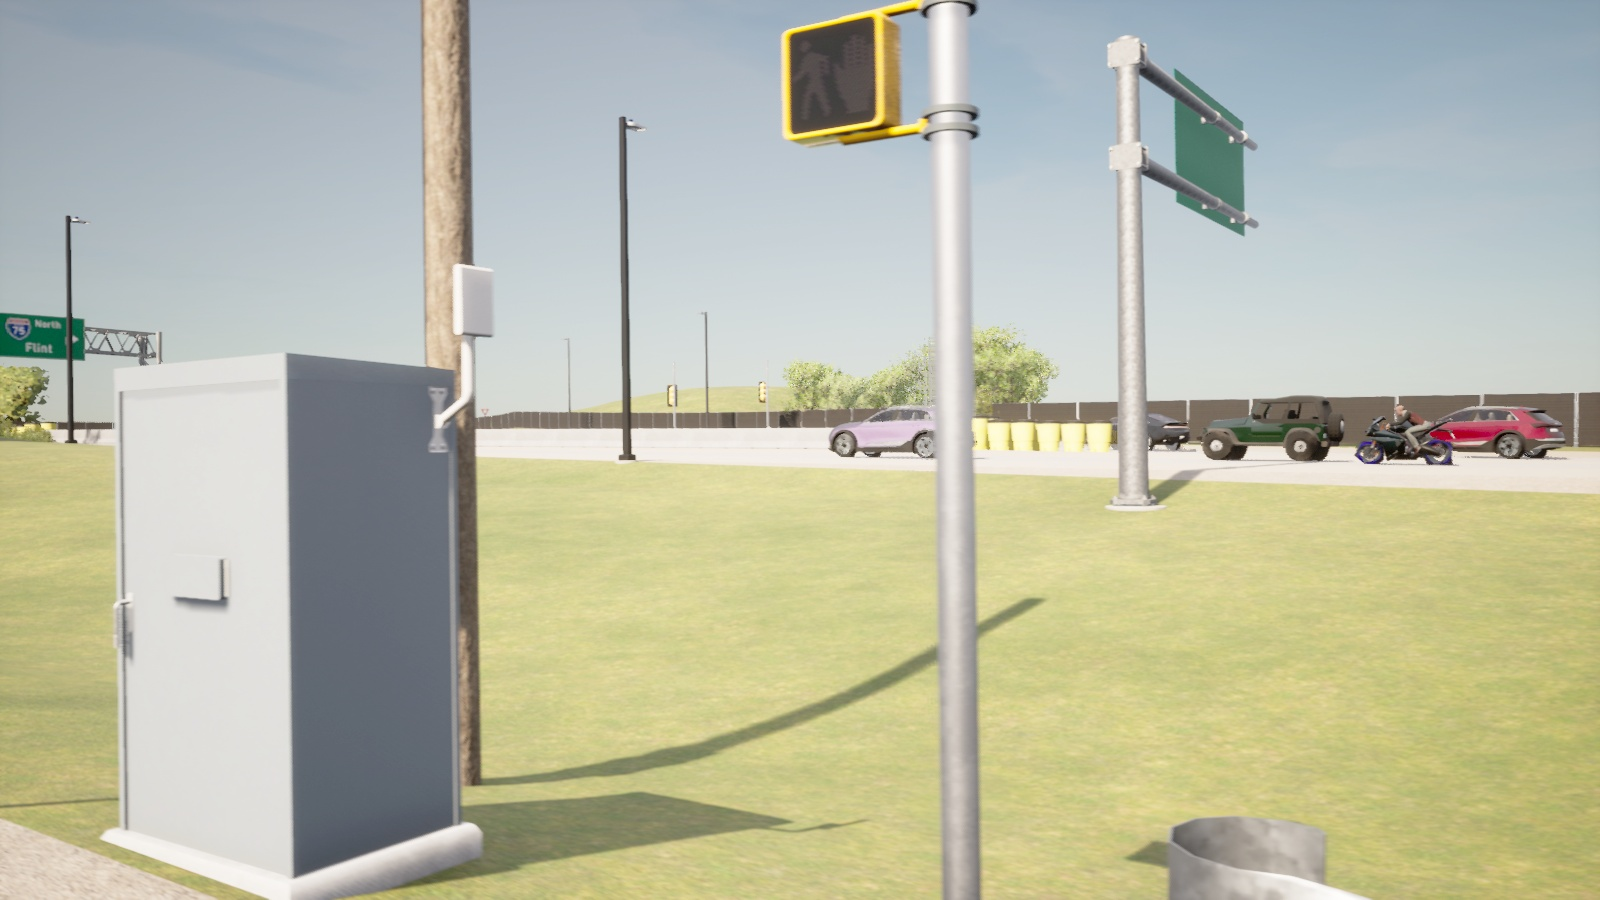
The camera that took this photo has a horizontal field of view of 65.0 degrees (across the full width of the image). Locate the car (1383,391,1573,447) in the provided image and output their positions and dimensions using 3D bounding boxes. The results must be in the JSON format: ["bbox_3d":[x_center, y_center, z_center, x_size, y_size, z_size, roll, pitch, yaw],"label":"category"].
[{"bbox_3d":[21.307,-0.950,39.643,2.033,1.649,4.856,-2,1,-37],"label":"car"}]

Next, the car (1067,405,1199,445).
[{"bbox_3d":[13.358,-1.003,50.655,2.128,1.511,4.902,-2,1,-35],"label":"car"}]

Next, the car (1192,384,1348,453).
[{"bbox_3d":[13.608,-0.873,36.399,3.866,1.878,1.905,0,1,34],"label":"car"}]

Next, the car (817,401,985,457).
[{"bbox_3d":[3.119,-0.618,39.348,4.856,1.649,2.033,0,1,34],"label":"car"}]

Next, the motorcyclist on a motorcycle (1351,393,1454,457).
[{"bbox_3d":[14.973,-0.602,31.225,2.191,1.530,0.866,0,1,34],"label":"motorcyclist on a motorcycle"}]
